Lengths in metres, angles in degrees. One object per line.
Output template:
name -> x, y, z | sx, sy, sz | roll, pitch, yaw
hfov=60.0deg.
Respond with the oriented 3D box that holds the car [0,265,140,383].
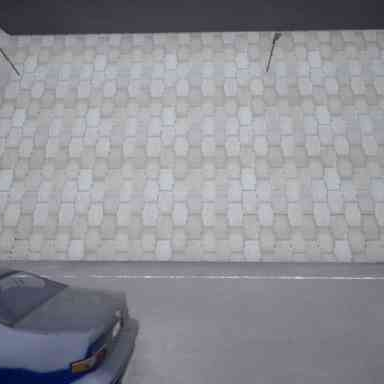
car -> -3.337, 1.547, 3.701 | 5.357, 1.411, 2.033 | 0, 0, 1
